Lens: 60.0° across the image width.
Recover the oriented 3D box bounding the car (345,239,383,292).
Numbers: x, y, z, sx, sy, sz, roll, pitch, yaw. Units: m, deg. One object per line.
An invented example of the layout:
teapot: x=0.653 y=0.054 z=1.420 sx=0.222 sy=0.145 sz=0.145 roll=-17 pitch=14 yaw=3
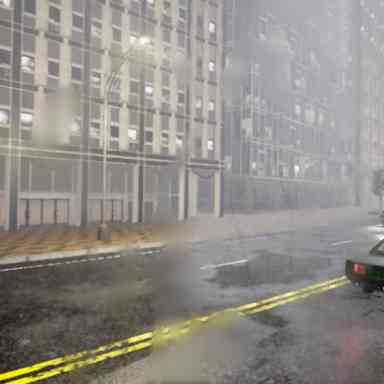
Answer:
car: x=5.615 y=1.622 z=7.753 sx=4.718 sy=1.301 sz=1.895 roll=0 pitch=0 yaw=-38

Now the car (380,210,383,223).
car: x=15.785 y=1.548 z=24.950 sx=4.902 sy=1.511 sz=2.128 roll=0 pitch=0 yaw=-42
